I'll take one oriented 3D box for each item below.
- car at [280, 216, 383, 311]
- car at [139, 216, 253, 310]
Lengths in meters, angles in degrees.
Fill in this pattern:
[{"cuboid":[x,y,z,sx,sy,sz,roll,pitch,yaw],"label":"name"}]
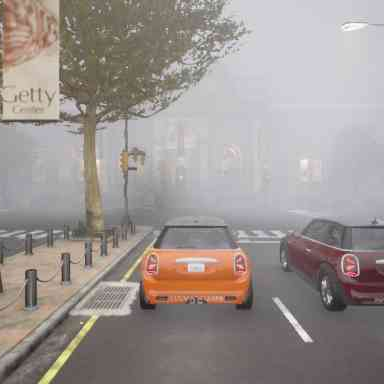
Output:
[{"cuboid":[3.586,1.352,7.900,2.097,1.767,4.553,0,0,0],"label":"car"},{"cuboid":[0.086,1.352,7.998,2.097,1.767,4.553,0,0,0],"label":"car"}]
